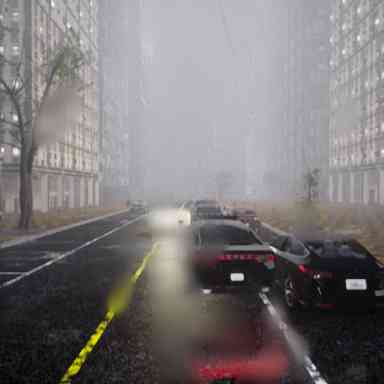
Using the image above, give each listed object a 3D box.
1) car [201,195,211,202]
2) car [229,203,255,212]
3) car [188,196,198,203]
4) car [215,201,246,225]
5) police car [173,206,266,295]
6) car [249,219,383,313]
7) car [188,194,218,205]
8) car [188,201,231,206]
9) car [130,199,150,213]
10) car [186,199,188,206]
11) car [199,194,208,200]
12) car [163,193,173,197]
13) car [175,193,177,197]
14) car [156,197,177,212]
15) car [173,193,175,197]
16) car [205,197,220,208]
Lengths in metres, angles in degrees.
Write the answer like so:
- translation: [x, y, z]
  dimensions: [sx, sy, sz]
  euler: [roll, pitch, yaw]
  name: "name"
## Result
- translation: [2.903, 1.377, 69.614]
  dimensions: [2.008, 1.369, 4.403]
  euler: [-1, 0, 0]
  name: "car"
- translation: [2.740, 1.501, 18.829]
  dimensions: [1.887, 1.381, 4.507]
  euler: [-1, 0, 0]
  name: "car"
- translation: [0.201, 1.406, 63.810]
  dimensions: [1.994, 1.385, 4.181]
  euler: [0, 0, 0]
  name: "car"
- translation: [2.759, 1.467, 24.642]
  dimensions: [1.752, 1.417, 4.829]
  euler: [-1, 0, 0]
  name: "car"
- translation: [0.632, 1.404, 8.879]
  dimensions: [1.930, 1.638, 5.238]
  euler: [0, 0, -5]
  name: "police car"
- translation: [2.705, 1.548, 7.544]
  dimensions: [1.947, 1.339, 4.313]
  euler: [-1, 0, 0]
  name: "car"
- translation: [0.925, 1.293, 24.781]
  dimensions: [2.097, 1.767, 4.553]
  euler: [0, 0, 0]
  name: "car"
- translation: [0.877, 1.461, 18.812]
  dimensions: [1.837, 1.490, 4.892]
  euler: [0, 0, 0]
  name: "car"
- translation: [-5.586, 1.465, 35.774]
  dimensions: [2.008, 1.369, 4.403]
  euler: [-1, 0, 0]
  name: "car"
- translation: [0.191, 1.452, 46.462]
  dimensions: [1.994, 1.385, 4.181]
  euler: [0, 0, -1]
  name: "car"
- translation: [2.958, 1.328, 86.542]
  dimensions: [2.008, 1.369, 4.403]
  euler: [-1, 0, 0]
  name: "car"
- translation: [-5.478, 1.352, 69.452]
  dimensions: [1.752, 1.417, 4.829]
  euler: [-1, 0, 0]
  name: "car"
- translation: [-5.426, 1.093, 86.545]
  dimensions: [2.192, 1.841, 5.009]
  euler: [-1, 0, 0]
  name: "car"
- translation: [-2.959, 1.511, 37.542]
  dimensions: [1.895, 1.301, 4.718]
  euler: [0, 0, 0]
  name: "car"
- translation: [-5.459, 1.392, 75.263]
  dimensions: [1.802, 1.307, 4.206]
  euler: [-1, 0, 0]
  name: "car"
- translation: [2.831, 1.431, 47.043]
  dimensions: [1.887, 1.381, 4.507]
  euler: [-1, 0, 0]
  name: "car"
